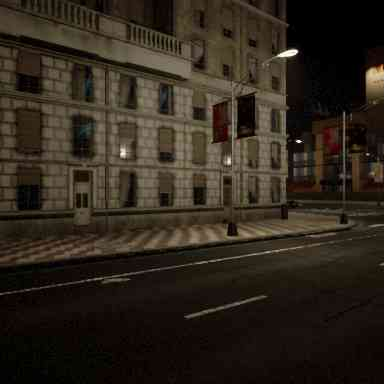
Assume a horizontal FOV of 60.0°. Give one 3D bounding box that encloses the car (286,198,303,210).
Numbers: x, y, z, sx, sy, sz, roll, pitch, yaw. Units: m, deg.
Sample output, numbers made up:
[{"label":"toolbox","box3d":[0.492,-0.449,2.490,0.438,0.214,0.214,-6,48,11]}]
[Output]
[{"label":"car","box3d":[12.312,1.489,44.192,2.128,1.511,4.902,0,0,-36]}]
